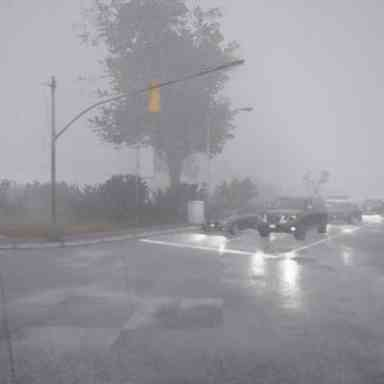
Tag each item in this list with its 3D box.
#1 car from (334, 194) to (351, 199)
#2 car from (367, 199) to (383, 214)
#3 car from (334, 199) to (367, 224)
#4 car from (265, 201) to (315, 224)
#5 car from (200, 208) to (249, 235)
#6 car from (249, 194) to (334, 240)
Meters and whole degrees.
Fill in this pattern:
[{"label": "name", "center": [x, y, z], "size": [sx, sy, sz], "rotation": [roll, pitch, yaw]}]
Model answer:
[{"label": "car", "center": [16.389, 1.204, 37.273], "size": [2.150, 2.045, 5.566], "rotation": [0, 0, 38]}, {"label": "car", "center": [18.953, 1.459, 34.891], "size": [2.128, 1.511, 4.902], "rotation": [0, 0, 37]}, {"label": "car", "center": [11.650, 1.518, 25.484], "size": [1.837, 1.490, 4.892], "rotation": [0, 0, 38]}, {"label": "car", "center": [7.871, 1.526, 26.345], "size": [2.128, 1.511, 4.902], "rotation": [0, 0, 38]}, {"label": "car", "center": [2.315, 1.609, 19.371], "size": [1.994, 1.385, 4.181], "rotation": [0, 0, 39]}, {"label": "car", "center": [5.479, 1.249, 17.723], "size": [2.150, 2.045, 5.566], "rotation": [0, 0, 39]}]
